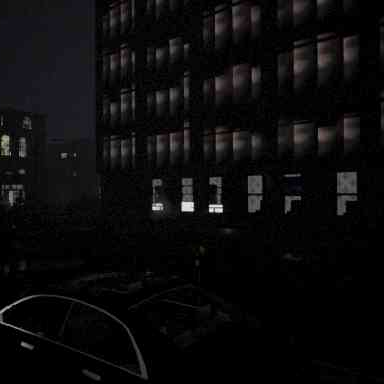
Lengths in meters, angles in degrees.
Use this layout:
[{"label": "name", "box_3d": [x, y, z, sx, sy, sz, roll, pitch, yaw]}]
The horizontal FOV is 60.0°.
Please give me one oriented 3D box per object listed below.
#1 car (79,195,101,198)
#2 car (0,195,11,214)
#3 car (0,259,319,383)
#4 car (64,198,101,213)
[{"label": "car", "box_3d": [-14.018, 1.376, 44.619, 2.150, 2.045, 5.566, 0, 0, 36]}, {"label": "car", "box_3d": [-21.699, 1.315, 34.205, 2.150, 2.045, 5.566, 0, -1, 36]}, {"label": "car", "box_3d": [-0.982, 1.551, 3.579, 4.403, 1.369, 2.008, 0, 0, 35]}, {"label": "car", "box_3d": [-12.191, 1.683, 37.295, 1.802, 1.307, 4.206, -1, -1, 36]}]
